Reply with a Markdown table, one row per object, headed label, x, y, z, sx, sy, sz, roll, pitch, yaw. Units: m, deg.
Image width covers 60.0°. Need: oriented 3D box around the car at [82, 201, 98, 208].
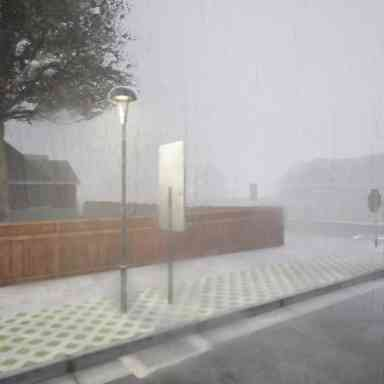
| label | x | y | z | sx | sy | sz | roll | pitch | yaw |
| --- | --- | --- | --- | --- | --- | --- | --- | --- | --- |
| car | -14.812 | 1.916 | 49.560 | 1.895 | 1.301 | 4.718 | 0 | 0 | -35 |
